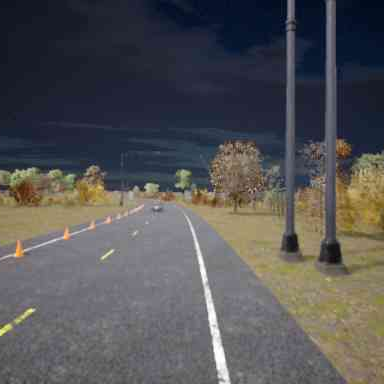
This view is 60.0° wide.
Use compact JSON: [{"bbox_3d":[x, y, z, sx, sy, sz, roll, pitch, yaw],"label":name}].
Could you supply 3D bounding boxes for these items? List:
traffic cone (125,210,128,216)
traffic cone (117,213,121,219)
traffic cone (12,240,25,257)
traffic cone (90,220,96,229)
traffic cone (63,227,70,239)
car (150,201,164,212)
[{"bbox_3d":[-7.306,2.334,37.075,0.340,0.580,0.340,0,-1,-3],"label":"traffic cone"},{"bbox_3d":[-7.037,2.279,32.107,0.340,0.580,0.340,0,-1,-3],"label":"traffic cone"},{"bbox_3d":[-6.350,2.055,12.219,0.340,0.580,0.340,0,-1,-1],"label":"traffic cone"},{"bbox_3d":[-6.616,2.168,22.166,0.340,0.580,0.340,0,-1,-2],"label":"traffic cone"},{"bbox_3d":[-6.463,2.112,17.193,0.340,0.580,0.340,0,-1,-2],"label":"traffic cone"},{"bbox_3d":[-4.933,2.004,47.219,2.128,1.511,4.902,0,-1,-4],"label":"car"}]
